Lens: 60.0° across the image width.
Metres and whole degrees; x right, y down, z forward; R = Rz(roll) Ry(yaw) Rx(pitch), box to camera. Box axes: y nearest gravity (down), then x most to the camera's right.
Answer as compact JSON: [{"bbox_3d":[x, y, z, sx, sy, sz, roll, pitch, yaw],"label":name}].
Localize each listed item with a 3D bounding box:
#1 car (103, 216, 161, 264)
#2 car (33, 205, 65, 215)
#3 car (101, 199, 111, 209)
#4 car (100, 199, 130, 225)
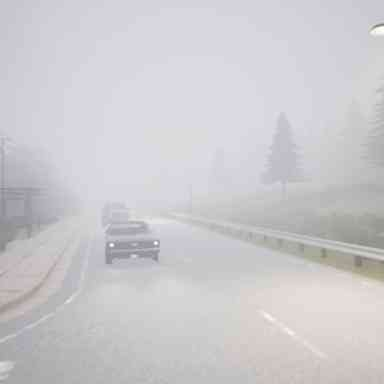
[{"bbox_3d":[-2.432,1.852,13.124,1.895,1.301,4.718,-1,-1,-14],"label":"car"},{"bbox_3d":[-18.576,2.408,41.462,5.008,1.535,1.882,0,-1,-13],"label":"car"},{"bbox_3d":[-19.104,2.670,73.664,2.150,2.045,5.566,-1,-1,-16],"label":"car"},{"bbox_3d":[-6.643,1.888,28.756,2.150,2.045,5.566,-1,-1,-16],"label":"car"}]
